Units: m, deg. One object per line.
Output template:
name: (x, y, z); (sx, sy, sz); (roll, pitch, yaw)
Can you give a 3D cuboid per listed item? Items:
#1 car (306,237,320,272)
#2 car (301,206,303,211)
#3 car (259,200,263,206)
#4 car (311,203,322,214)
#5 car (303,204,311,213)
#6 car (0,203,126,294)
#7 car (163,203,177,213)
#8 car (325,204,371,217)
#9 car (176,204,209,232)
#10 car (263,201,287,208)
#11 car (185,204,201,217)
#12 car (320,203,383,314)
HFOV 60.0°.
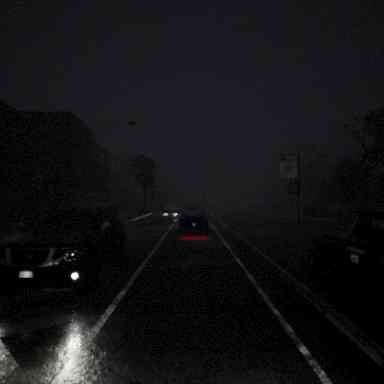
car: (5.598, 1.600, 8.833); (4.892, 1.521, 2.231); (0, -1, 0)
car: (18.737, 2.438, 49.755); (4.674, 1.452, 2.002); (0, -1, 0)
car: (18.736, 2.988, 77.255); (4.674, 1.452, 2.002); (0, -1, 0)
car: (18.737, 2.267, 43.208); (5.008, 1.535, 2.097); (0, -1, 0)
car: (18.730, 2.334, 46.480); (4.892, 1.521, 2.231); (0, -1, 0)
car: (-3.344, 1.358, 9.472); (2.150, 2.045, 5.566); (0, -1, 0)
car: (-3.294, 2.509, 51.407); (1.812, 1.442, 4.674); (0, -1, 0)
car: (18.724, 2.245, 40.059); (4.674, 1.452, 2.002); (0, -1, 0)
car: (0.114, 1.886, 23.062); (1.882, 1.535, 5.008); (0, -1, 0)
car: (18.804, 2.757, 74.089); (4.553, 1.767, 2.185); (0, -1, 0)
car: (0.126, 2.283, 41.324); (1.837, 1.490, 4.892); (0, -1, 0)
car: (5.629, 1.303, 6.036); (5.566, 2.045, 2.435); (0, -1, 0)
